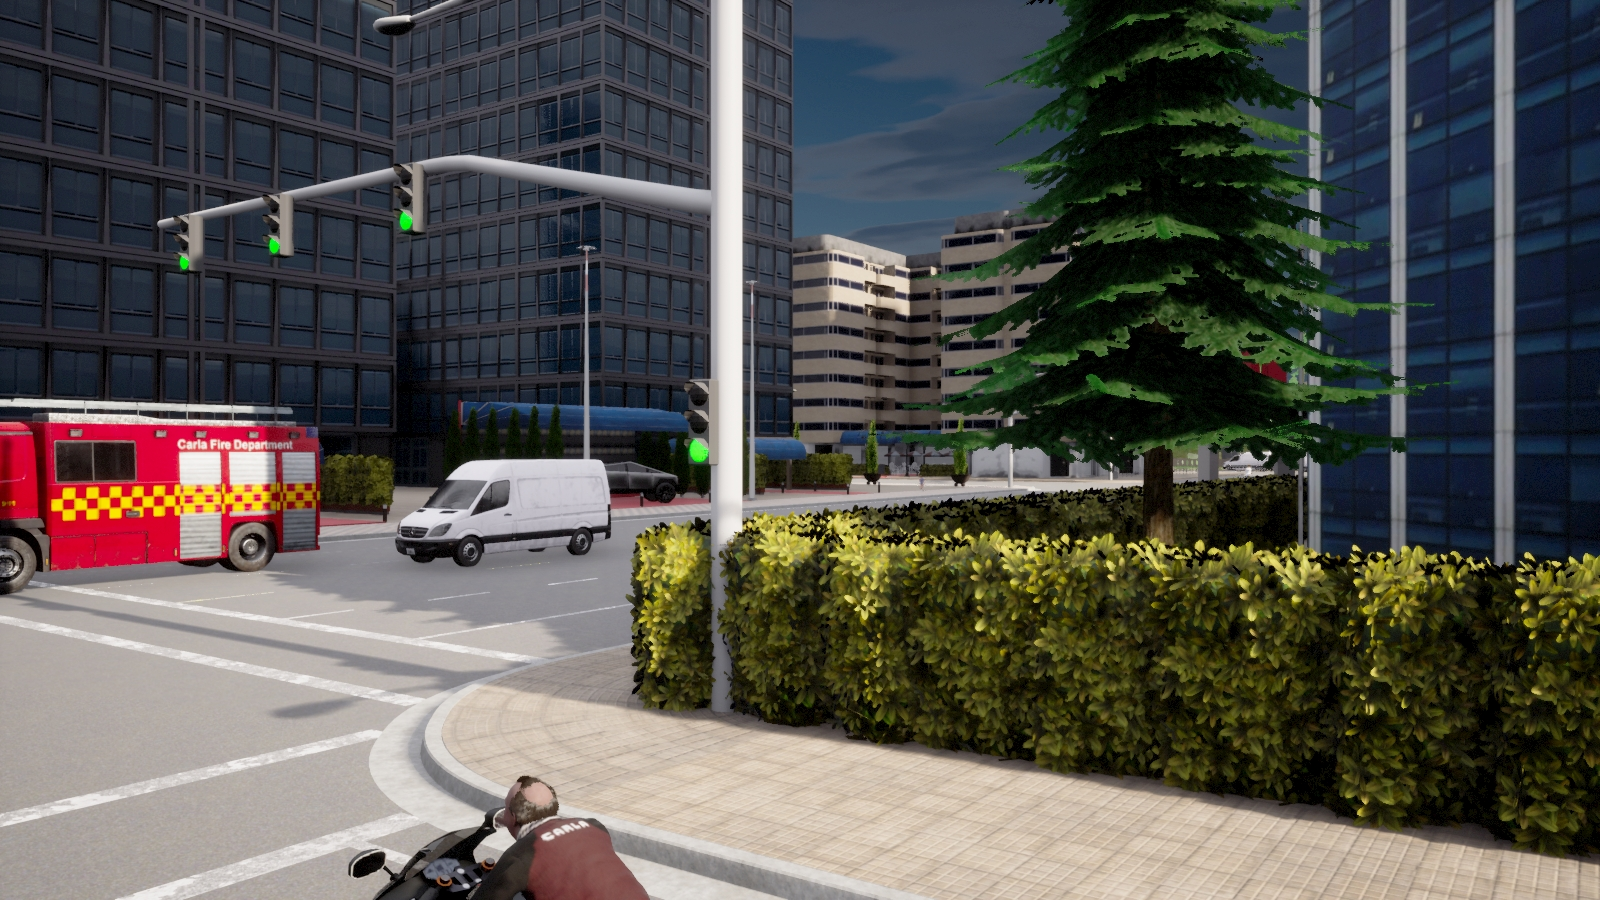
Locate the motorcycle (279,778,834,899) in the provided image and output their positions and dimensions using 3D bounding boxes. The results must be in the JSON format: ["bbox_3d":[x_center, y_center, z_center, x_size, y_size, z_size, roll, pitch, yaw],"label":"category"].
[{"bbox_3d":[-1.027,2.205,4.504,2.209,1.251,0.867,0,0,35],"label":"motorcycle"}]

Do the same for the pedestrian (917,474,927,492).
[{"bbox_3d":[7.689,2.074,71.979,0.500,1.100,0.500,0,0,33],"label":"pedestrian"}]

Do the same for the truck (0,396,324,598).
[{"bbox_3d":[-14.959,0.889,24.598,2.891,3.827,8.468,0,0,34],"label":"truck"}]

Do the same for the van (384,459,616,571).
[{"bbox_3d":[-7.573,1.533,29.577,1.988,2.561,5.915,0,0,35],"label":"van"}]
